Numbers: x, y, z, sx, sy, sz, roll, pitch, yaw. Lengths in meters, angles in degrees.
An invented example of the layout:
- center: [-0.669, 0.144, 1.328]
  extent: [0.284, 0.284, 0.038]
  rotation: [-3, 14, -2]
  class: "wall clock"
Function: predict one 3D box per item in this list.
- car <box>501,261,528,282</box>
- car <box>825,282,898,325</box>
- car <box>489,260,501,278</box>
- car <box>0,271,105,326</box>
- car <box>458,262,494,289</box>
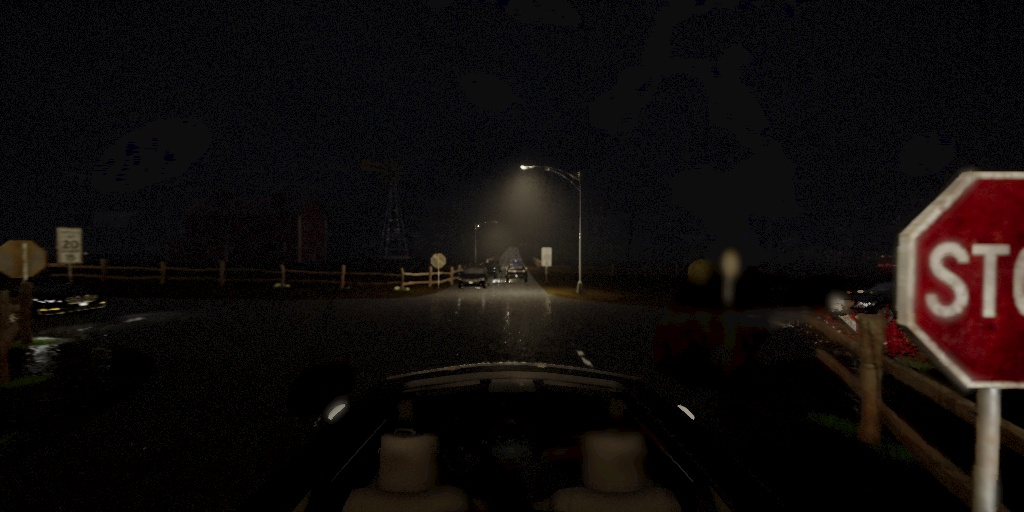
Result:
- center: [0.408, 1.483, 32.701]
  extent: [2.128, 1.511, 4.902]
  rotation: [0, 0, 0]
  class: "car"
- center: [14.306, 1.671, 13.126]
  extent: [4.674, 1.442, 1.812]
  rotation: [1, 1, 1]
  class: "car"
- center: [-2.483, 1.465, 37.548]
  extent: [1.837, 1.490, 4.892]
  rotation: [0, 0, 1]
  class: "car"
- center: [-15.131, 1.136, 10.588]
  extent: [4.892, 1.490, 1.837]
  rotation: [1, 1, -1]
  class: "car"
- center: [-2.602, 1.447, 25.444]
  extent: [1.882, 1.535, 5.008]
  rotation: [0, 0, 1]
  class: "car"
